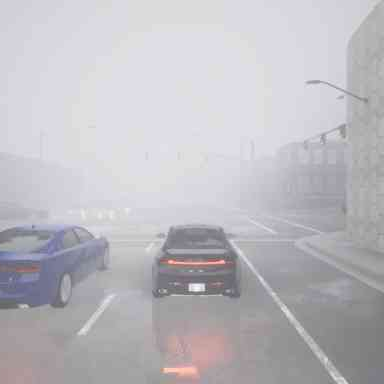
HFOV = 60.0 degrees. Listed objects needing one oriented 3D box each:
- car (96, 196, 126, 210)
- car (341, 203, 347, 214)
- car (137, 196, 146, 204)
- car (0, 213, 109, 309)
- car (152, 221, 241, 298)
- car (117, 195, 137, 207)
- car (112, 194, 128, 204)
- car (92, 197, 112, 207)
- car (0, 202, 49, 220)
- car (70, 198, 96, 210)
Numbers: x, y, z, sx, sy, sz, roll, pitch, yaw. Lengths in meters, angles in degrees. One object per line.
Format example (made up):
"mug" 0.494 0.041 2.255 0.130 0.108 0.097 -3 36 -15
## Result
"car" -10.478 1.601 43.206 1.895 1.301 4.718 0 0 3
"car" 14.997 1.015 27.568 5.008 1.535 1.882 -5 0 0
"car" -10.343 1.525 65.175 1.812 1.442 4.674 0 0 1
"car" -3.401 1.478 7.979 1.882 1.535 5.008 0 0 0
"car" 0.104 1.505 8.525 1.837 1.490 4.892 0 0 0
"car" -10.434 1.599 52.367 1.895 1.301 4.718 0 0 0
"car" -13.849 1.353 64.211 2.097 1.767 4.553 0 0 1
"car" -13.936 1.526 51.725 1.812 1.442 4.674 0 0 0
"car" -13.466 1.477 25.030 5.008 1.535 1.882 0 0 -13
"car" -13.970 1.526 42.625 1.812 1.442 4.674 0 0 1
